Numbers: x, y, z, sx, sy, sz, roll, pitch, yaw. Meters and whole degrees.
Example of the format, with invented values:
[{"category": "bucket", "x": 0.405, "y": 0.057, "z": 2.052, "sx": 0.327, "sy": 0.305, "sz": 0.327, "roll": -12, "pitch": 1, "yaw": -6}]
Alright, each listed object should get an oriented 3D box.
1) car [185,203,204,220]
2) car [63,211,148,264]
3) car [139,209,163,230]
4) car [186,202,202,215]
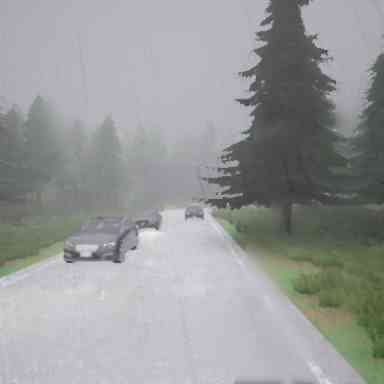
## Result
[{"category": "car", "x": 0.252, "y": 2.080, "z": 33.501, "sx": 1.895, "sy": 1.301, "sz": 4.718, "roll": 0, "pitch": -1, "yaw": 1}, {"category": "car", "x": -3.208, "y": 1.671, "z": 12.603, "sx": 2.128, "sy": 1.511, "sz": 4.902, "roll": 0, "pitch": -1, "yaw": 1}, {"category": "car", "x": -3.159, "y": 1.896, "z": 23.421, "sx": 1.994, "sy": 1.385, "sz": 4.181, "roll": 0, "pitch": -1, "yaw": 0}, {"category": "car", "x": 0.316, "y": 2.106, "z": 44.020, "sx": 1.882, "sy": 1.535, "sz": 5.008, "roll": 0, "pitch": -1, "yaw": 2}]
